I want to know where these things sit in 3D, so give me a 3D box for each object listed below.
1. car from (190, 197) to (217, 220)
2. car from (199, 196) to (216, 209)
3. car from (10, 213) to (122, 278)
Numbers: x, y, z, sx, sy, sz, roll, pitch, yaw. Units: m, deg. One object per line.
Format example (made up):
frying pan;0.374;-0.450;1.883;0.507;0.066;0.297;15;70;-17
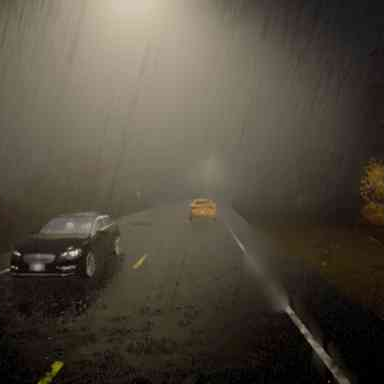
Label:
car;0.875;1.294;25.834;1.882;1.535;5.008;0;1;3
car;2.018;1.264;41.836;1.994;1.385;4.181;0;0;5
car;-3.436;1.420;9.954;2.128;1.511;4.902;0;0;1
